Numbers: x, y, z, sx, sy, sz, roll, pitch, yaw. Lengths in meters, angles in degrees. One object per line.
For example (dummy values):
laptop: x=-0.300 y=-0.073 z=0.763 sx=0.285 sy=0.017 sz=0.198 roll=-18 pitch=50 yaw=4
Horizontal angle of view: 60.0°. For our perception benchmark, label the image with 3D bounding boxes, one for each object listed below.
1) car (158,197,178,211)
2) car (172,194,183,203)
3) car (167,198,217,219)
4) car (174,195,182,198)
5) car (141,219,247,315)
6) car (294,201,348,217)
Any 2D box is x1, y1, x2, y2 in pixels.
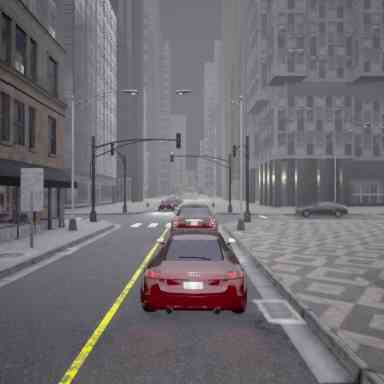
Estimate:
car: x=-3.099 y=1.624 z=41.313 sx=1.895 sy=1.301 sz=4.718 roll=0 pitch=0 yaw=0
car: x=-3.005 y=1.414 z=70.963 sx=2.097 sy=1.767 sz=4.553 roll=0 pitch=0 yaw=0
car: x=0.150 y=1.356 z=16.307 sx=2.097 sy=1.767 sz=4.553 roll=0 pitch=0 yaw=2
car: x=-3.095 y=1.581 z=51.084 sx=2.033 sy=1.411 sz=5.357 roll=0 pitch=0 yaw=0
car: x=0.083 y=1.565 z=7.686 sx=1.994 sy=1.385 sz=4.181 roll=0 pitch=0 yaw=2
car: x=11.740 y=1.543 z=30.358 sx=4.674 sy=1.442 sz=1.812 roll=0 pitch=0 yaw=1
